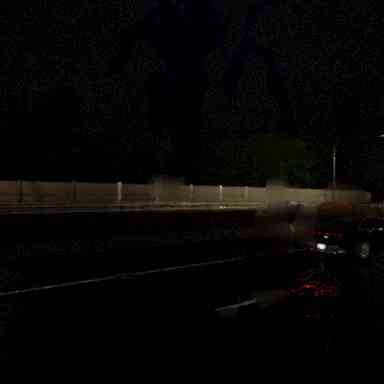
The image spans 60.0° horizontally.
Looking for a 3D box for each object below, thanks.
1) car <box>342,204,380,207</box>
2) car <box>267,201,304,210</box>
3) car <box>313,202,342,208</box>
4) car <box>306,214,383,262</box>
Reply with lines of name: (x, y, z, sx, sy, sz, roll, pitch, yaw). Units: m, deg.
car: (17.978, 1.892, 33.949, 5.357, 1.411, 2.033, 1, -1, -35)
car: (10.504, 1.776, 37.244, 4.902, 1.511, 2.128, 1, -1, -35)
car: (15.127, 1.808, 36.224, 5.008, 1.535, 1.882, 1, -1, -35)
car: (6.305, 1.589, 12.537, 4.892, 1.490, 1.837, 1, 0, -35)
